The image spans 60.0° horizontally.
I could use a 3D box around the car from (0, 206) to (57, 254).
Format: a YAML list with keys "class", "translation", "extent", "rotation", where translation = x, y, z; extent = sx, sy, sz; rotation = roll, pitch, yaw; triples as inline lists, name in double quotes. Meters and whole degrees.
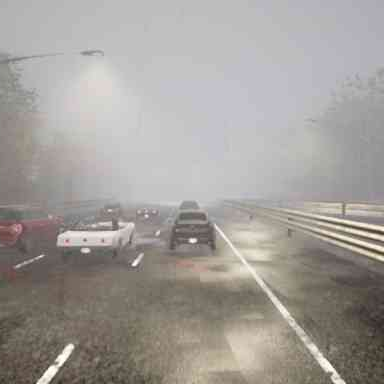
- class: "car"
  translation: [-6.988, 1.371, 13.776]
  extent: [2.097, 1.767, 4.553]
  rotation: [0, 0, -1]

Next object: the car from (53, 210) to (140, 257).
- class: "car"
  translation: [-3.476, 1.618, 13.058]
  extent: [1.895, 1.301, 4.718]
  rotation: [0, 0, -1]

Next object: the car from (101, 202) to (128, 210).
- class: "car"
  translation: [-7.265, 1.616, 31.352]
  extent: [1.994, 1.385, 4.181]
  rotation: [0, 0, -1]

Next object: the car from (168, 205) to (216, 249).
- class: "car"
  translation: [0.006, 1.523, 14.554]
  extent: [1.837, 1.490, 4.892]
  rotation: [0, 0, -1]

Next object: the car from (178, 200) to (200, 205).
- class: "car"
  translation: [-0.280, 1.528, 32.183]
  extent: [1.882, 1.535, 5.008]
  rotation: [0, 0, -1]

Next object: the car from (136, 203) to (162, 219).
- class: "car"
  translation: [-3.717, 1.647, 29.203]
  extent: [1.895, 1.301, 4.718]
  rotation: [0, 0, -1]
